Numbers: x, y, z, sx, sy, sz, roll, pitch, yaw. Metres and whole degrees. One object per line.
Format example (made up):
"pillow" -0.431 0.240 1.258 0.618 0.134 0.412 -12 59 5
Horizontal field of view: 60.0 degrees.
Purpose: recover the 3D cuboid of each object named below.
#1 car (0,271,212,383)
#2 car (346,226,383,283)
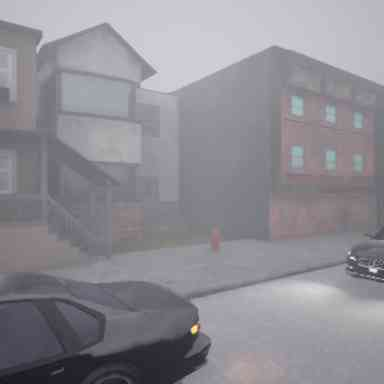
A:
"car" -2.345 1.547 2.919 5.357 1.411 2.033 0 0 -35
"car" 6.063 1.511 8.916 4.892 1.490 1.837 0 0 -36
